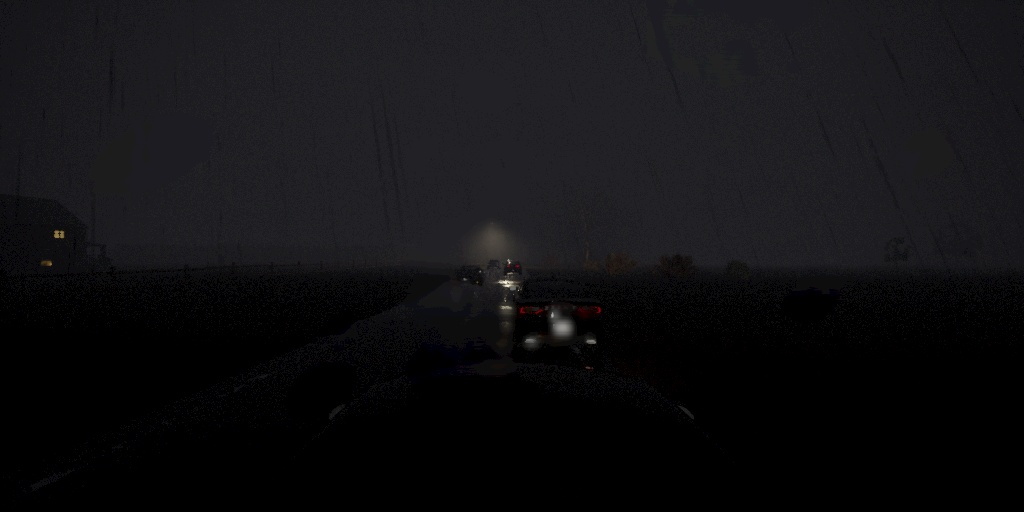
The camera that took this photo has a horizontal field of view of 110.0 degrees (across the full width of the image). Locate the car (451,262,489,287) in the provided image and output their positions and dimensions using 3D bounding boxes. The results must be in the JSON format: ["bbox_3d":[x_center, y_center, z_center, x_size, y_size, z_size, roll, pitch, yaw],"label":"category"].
[{"bbox_3d":[-2.840,1.309,24.113,1.994,1.385,4.181,0,0,0],"label":"car"}]

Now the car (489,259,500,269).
[{"bbox_3d":[-2.731,1.244,54.546,1.837,1.490,4.892,0,0,0],"label":"car"}]

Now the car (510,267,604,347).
[{"bbox_3d":[0.969,1.226,9.330,1.882,1.535,5.008,0,0,0],"label":"car"}]

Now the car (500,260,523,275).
[{"bbox_3d":[0.101,1.234,38.691,2.128,1.511,4.902,0,0,0],"label":"car"}]
